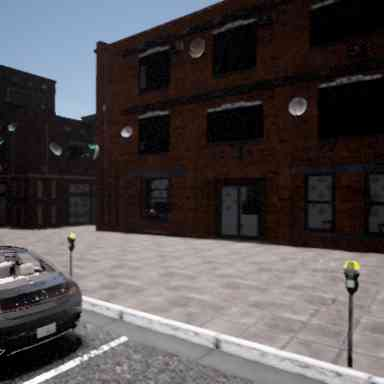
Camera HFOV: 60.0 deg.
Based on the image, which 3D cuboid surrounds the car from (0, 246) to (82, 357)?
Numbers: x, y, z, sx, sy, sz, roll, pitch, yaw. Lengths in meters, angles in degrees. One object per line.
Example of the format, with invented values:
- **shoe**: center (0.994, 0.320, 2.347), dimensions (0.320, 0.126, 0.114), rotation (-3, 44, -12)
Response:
- **car**: center (-3.697, 1.609, 5.646), dimensions (4.403, 1.369, 2.008), rotation (-1, 1, 35)
